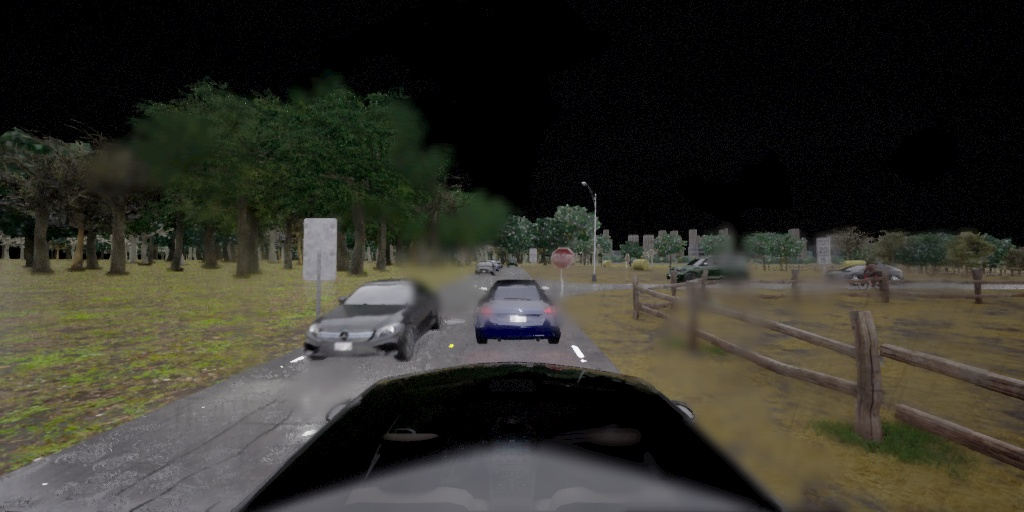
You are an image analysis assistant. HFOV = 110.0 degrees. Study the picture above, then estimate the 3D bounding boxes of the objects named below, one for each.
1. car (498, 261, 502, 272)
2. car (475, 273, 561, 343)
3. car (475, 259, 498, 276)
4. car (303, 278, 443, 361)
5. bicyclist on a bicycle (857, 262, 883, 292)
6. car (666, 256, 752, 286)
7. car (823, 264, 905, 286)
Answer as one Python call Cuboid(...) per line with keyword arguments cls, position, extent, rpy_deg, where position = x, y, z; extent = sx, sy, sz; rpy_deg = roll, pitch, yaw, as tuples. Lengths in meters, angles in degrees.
Cuboid(cls="car", position=(-2.789, 1.252, 48.694), extent=(2.097, 1.767, 4.553), rpy_deg=(0, 0, 0))
Cuboid(cls="car", position=(0.114, 1.322, 9.663), extent=(1.994, 1.385, 4.181), rpy_deg=(0, 0, -1))
Cuboid(cls="car", position=(-2.801, 1.344, 38.866), extent=(1.837, 1.490, 4.892), rpy_deg=(0, -1, 0))
Cuboid(cls="car", position=(-2.844, 1.282, 8.427), extent=(1.812, 1.442, 4.674), rpy_deg=(0, 0, 1))
Cuboid(cls="bicyclist on a bicycle", position=(19.931, 1.168, 19.864), extent=(0.582, 1.620, 1.656), rpy_deg=(0, 0, 0))
Cuboid(cls="car", position=(14.126, 1.066, 25.819), extent=(5.566, 2.045, 2.150), rpy_deg=(0, -2, -1))
Cuboid(cls="car", position=(25.276, 1.364, 25.857), extent=(4.892, 1.490, 1.837), rpy_deg=(0, -2, -1))
